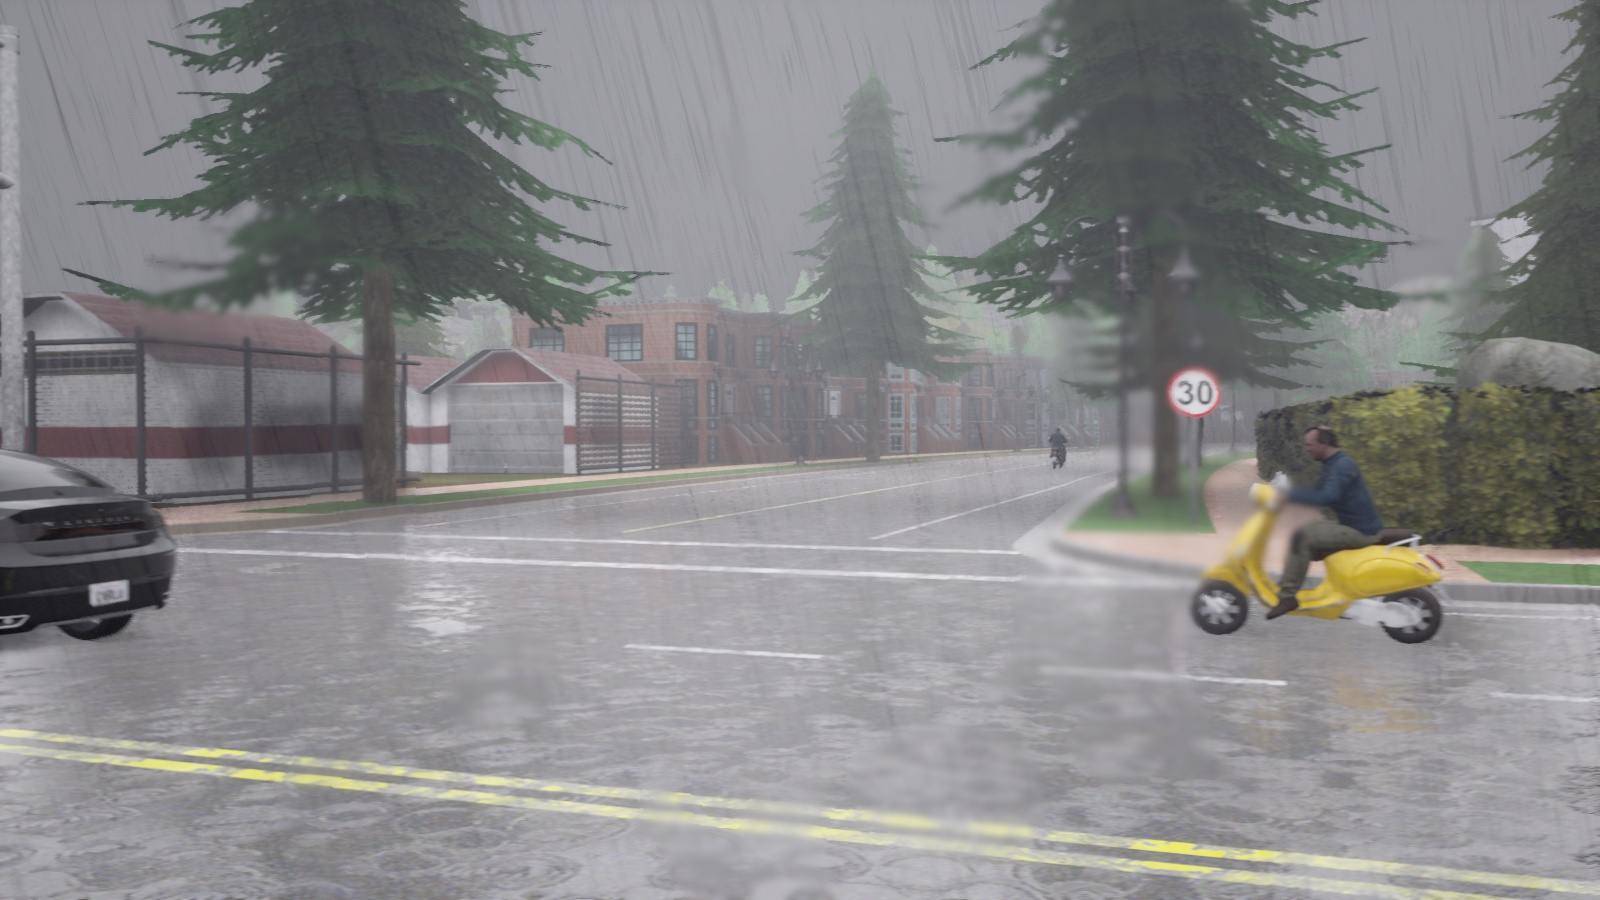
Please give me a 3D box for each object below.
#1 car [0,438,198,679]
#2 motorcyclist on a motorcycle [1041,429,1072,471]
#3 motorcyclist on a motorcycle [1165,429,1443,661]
[{"bbox_3d":[-7.104,0.656,9.276,4.892,1.490,1.837,1,1,19],"label":"car"},{"bbox_3d":[9.948,-0.001,48.680,0.866,1.590,1.817,1,1,22],"label":"motorcyclist on a motorcycle"},{"bbox_3d":[3.687,0.644,9.337,1.817,1.590,0.866,1,1,19],"label":"motorcyclist on a motorcycle"}]
